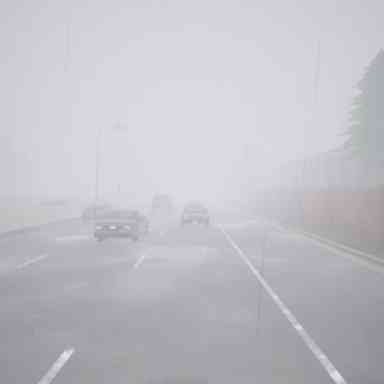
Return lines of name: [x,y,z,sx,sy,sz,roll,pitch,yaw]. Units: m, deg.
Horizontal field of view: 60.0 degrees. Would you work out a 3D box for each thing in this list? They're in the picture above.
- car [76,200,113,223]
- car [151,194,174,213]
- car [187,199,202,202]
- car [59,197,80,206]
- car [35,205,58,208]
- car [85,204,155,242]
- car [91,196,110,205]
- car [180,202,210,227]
car: [-6.781,1.495,25.168,2.128,1.511,4.902,0,0,0]
car: [-3.233,1.236,36.865,2.150,2.045,5.566,0,0,0]
car: [0.294,1.585,40.582,1.994,1.385,4.181,0,0,0]
car: [-20.727,1.599,56.421,1.895,1.301,4.718,0,0,0]
car: [-13.938,1.544,33.377,2.033,1.411,5.357,0,0,0]
car: [-3.325,1.551,16.515,2.033,1.411,5.357,0,0,0]
car: [-17.193,1.511,62.640,2.128,1.511,4.902,0,0,0]
car: [0.205,1.613,22.912,1.895,1.301,4.718,0,0,0]
